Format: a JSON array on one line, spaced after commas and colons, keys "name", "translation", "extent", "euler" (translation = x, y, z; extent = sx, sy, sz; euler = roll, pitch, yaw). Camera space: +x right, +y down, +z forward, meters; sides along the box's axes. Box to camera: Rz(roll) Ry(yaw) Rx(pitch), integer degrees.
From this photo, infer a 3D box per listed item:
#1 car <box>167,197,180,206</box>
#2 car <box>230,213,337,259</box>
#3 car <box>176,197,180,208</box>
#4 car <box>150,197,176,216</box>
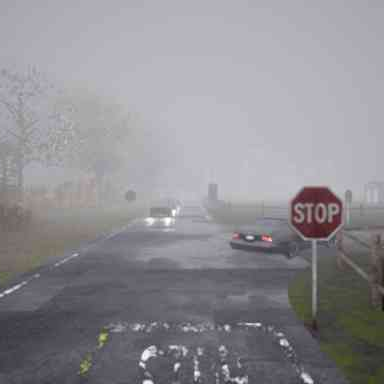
[{"name": "car", "translation": [-2.881, 1.509, 52.865], "extent": [1.895, 1.301, 4.718], "euler": [0, 0, 0]}, {"name": "car", "translation": [3.710, 1.503, 12.513], "extent": [5.357, 1.411, 2.033], "euler": [-1, 0, -44]}, {"name": "car", "translation": [-2.891, 1.440, 42.370], "extent": [1.837, 1.490, 4.892], "euler": [0, 0, 0]}, {"name": "car", "translation": [-2.884, 1.436, 31.970], "extent": [1.882, 1.535, 5.008], "euler": [0, 0, 0]}]
